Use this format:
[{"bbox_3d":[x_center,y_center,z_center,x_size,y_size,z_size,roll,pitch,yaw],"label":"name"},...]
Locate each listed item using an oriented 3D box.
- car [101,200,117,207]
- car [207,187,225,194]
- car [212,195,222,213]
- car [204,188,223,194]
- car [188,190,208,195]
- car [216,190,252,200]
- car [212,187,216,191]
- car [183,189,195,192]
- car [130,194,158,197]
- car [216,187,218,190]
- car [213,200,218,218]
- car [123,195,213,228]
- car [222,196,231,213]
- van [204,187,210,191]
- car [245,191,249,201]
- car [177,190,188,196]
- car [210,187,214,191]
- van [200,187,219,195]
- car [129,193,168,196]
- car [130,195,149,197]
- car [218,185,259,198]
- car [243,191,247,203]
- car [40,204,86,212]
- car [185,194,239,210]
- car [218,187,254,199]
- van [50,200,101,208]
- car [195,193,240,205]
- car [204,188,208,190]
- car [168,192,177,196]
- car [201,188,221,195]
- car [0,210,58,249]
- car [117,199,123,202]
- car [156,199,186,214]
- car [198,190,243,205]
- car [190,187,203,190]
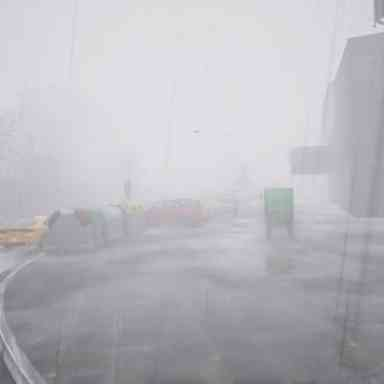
[{"bbox_3d":[-11.098,1.991,35.598,4.892,1.521,2.231,-2,1,17],"label":"car"},{"bbox_3d":[6.842,-0.537,94.323,4.553,1.767,2.185,-2,2,17],"label":"car"},{"bbox_3d":[-0.032,1.527,29.739,4.553,1.767,2.185,-2,1,17],"label":"car"},{"bbox_3d":[6.009,-0.300,91.666,4.892,1.521,2.231,-2,2,17],"label":"car"},{"bbox_3d":[1.253,0.890,60.203,1.895,1.301,4.718,-2,2,17],"label":"car"},{"bbox_3d":[6.034,0.888,49.517,4.674,1.452,2.002,-2,2,17],"label":"car"},{"bbox_3d":[2.712,0.011,80.991,4.553,1.767,2.185,-2,2,17],"label":"car"},{"bbox_3d":[-2.164,0.820,64.976,4.792,1.488,2.163,-2,2,17],"label":"car"},{"bbox_3d":[-7.831,1.553,46.272,5.008,1.535,2.097,-2,2,17],"label":"car"},{"bbox_3d":[3.530,0.031,83.536,5.008,1.535,2.097,-2,2,17],"label":"car"},{"bbox_3d":[-0.818,1.739,27.026,5.008,1.535,2.097,-2,1,17],"label":"car"},{"bbox_3d":[-1.720,1.557,24.216,5.566,2.045,2.435,-2,1,17],"label":"car"},{"bbox_3d":[0.684,1.545,32.599,5.366,1.575,1.946,-2,2,17],"label":"car"},{"bbox_3d":[0.997,0.132,75.675,4.442,1.987,1.878,-2,2,17],"label":"van"},{"bbox_3d":[5.141,1.008,46.590,4.674,1.452,2.002,-2,2,17],"label":"car"},{"bbox_3d":[-3.736,1.037,59.616,4.792,1.488,2.163,-2,2,17],"label":"car"},{"bbox_3d":[1.937,0.284,78.317,4.674,1.452,2.002,-2,2,17],"label":"car"},{"bbox_3d":[4.476,-0.312,86.287,4.442,1.987,1.878,-2,2,17],"label":"van"},{"bbox_3d":[-7.006,1.193,48.930,5.566,2.045,2.435,-2,2,17],"label":"car"},{"bbox_3d":[-8.656,1.664,43.607,4.892,1.521,2.231,-2,2,17],"label":"car"},{"bbox_3d":[7.726,0.371,54.997,5.566,2.045,2.435,-2,2,17],"label":"car"},{"bbox_3d":[4.315,1.111,43.771,4.792,1.488,2.163,-2,2,17],"label":"car"},{"bbox_3d":[-12.720,2.177,30.239,4.892,1.521,2.231,-2,1,17],"label":"car"},{"bbox_3d":[1.894,1.417,35.300,5.366,1.575,1.946,-2,2,17],"label":"car"},{"bbox_3d":[6.855,0.609,52.330,4.553,1.767,2.185,-2,2,17],"label":"car"},{"bbox_3d":[-11.804,1.864,32.886,4.442,1.987,1.878,-2,1,17],"label":"van"},{"bbox_3d":[2.616,1.308,38.280,4.892,1.521,2.231,-2,2,17],"label":"car"},{"bbox_3d":[0.278,0.493,72.983,4.792,1.488,2.163,-2,2,17],"label":"car"},{"bbox_3d":[-5.466,1.107,54.172,4.553,1.767,2.185,-2,2,17],"label":"car"},{"bbox_3d":[5.183,-0.191,88.999,4.892,1.521,2.231,-2,2,17],"label":"car"},{"bbox_3d":[-7.973,2.022,17.690,1.882,1.535,5.008,-2,-1,4],"label":"car"},{"bbox_3d":[-10.279,1.921,38.265,4.674,1.452,2.002,-2,2,17],"label":"car"},{"bbox_3d":[-2.277,1.619,37.918,1.994,1.385,4.181,-2,2,17],"label":"car"},{"bbox_3d":[3.454,1.071,40.958,4.553,1.767,2.185,-2,2,17],"label":"car"},{"bbox_3d":[-1.361,0.431,67.636,5.566,2.045,2.435,-2,2,17],"label":"car"}]
